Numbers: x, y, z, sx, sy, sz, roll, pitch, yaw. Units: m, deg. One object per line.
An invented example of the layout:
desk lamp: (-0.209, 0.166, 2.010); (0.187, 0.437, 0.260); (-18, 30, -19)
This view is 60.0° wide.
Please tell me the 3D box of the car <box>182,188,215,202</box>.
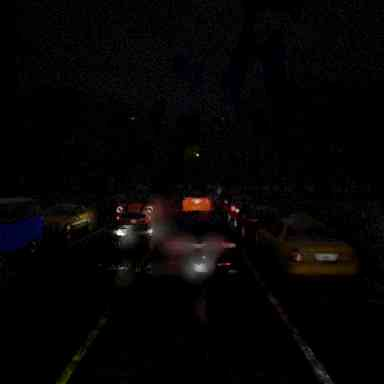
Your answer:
car: (0.350, 0.666, 25.203); (2.097, 1.767, 4.553); (0, 1, 1)

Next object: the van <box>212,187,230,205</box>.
van: (3.122, 0.361, 36.305); (1.690, 1.788, 3.998); (0, 2, 1)

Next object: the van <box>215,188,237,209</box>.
van: (3.067, 0.507, 30.869); (1.690, 1.788, 3.998); (0, 2, 1)

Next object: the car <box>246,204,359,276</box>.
car: (2.850, 1.272, 9.303); (1.752, 1.417, 4.829); (0, 2, 1)

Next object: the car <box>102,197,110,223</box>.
car: (-5.567, 1.011, 20.090); (1.947, 1.339, 4.313); (0, 2, 1)

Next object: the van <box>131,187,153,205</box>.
van: (-5.403, 0.349, 36.391); (1.690, 1.788, 3.998); (0, 2, 1)

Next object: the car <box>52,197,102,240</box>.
car: (-5.623, 1.122, 14.485); (1.752, 1.417, 4.829); (0, 2, 1)

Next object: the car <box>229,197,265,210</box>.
car: (2.903, 1.149, 14.569); (1.887, 1.381, 4.507); (0, 2, 1)

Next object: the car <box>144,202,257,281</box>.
car: (0.189, 1.241, 9.017); (2.128, 1.511, 4.902); (0, 1, 0)

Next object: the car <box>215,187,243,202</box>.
car: (3.013, 0.627, 25.434); (2.192, 1.841, 5.009); (0, 2, 1)

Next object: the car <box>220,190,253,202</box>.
car: (2.958, 0.898, 20.001); (1.967, 1.590, 4.097); (0, 2, 1)

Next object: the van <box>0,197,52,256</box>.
van: (-5.676, 1.080, 9.214); (1.690, 1.788, 3.998); (0, 2, 1)

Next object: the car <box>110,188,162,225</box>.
car: (-2.906, 0.833, 18.882); (2.097, 1.767, 4.553); (0, 2, 1)

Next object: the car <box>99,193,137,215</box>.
car: (-5.514, 0.829, 25.355); (1.752, 1.417, 4.829); (0, 2, 1)
